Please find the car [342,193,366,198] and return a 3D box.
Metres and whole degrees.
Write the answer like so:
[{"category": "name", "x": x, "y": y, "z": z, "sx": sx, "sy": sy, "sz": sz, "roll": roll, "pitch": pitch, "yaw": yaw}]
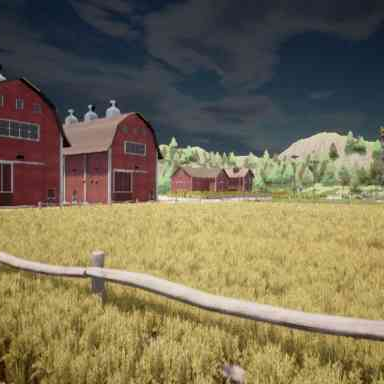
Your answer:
[{"category": "car", "x": 40.432, "y": 1.233, "z": 83.873, "sx": 4.605, "sy": 1.855, "sz": 1.932, "roll": 0, "pitch": 0, "yaw": 35}]
